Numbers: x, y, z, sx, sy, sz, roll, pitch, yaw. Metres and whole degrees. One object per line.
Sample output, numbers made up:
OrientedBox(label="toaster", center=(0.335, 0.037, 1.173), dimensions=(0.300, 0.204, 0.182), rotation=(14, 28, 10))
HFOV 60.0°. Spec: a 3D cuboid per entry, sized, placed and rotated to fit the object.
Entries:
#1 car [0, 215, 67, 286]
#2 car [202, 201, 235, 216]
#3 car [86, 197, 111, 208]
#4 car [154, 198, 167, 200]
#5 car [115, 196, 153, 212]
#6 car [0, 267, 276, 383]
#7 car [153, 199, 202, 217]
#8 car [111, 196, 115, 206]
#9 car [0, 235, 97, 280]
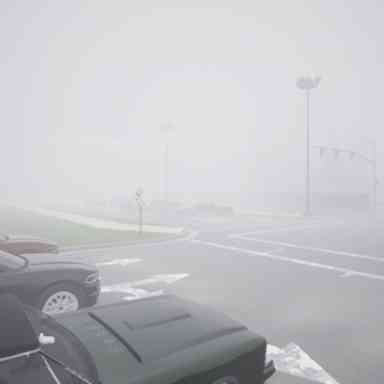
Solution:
OrientedBox(label="car", center=(-5.915, 1.478, 8.147), dimensions=(5.008, 1.535, 1.882), rotation=(0, 0, -35))
OrientedBox(label="car", center=(2.059, 1.602, 32.862), dimensions=(1.895, 1.301, 4.718), rotation=(0, 0, -36))
OrientedBox(label="car", center=(-14.138, 1.478, 49.130), dimensions=(1.882, 1.535, 5.008), rotation=(0, 0, -36))
OrientedBox(label="car", center=(-3.417, 1.506, 40.351), dimensions=(1.837, 1.490, 4.892), rotation=(0, 0, -36))
OrientedBox(label="car", center=(-6.816, 1.353, 39.070), dimensions=(2.097, 1.767, 4.553), rotation=(0, 0, -36))
OrientedBox(label="car", center=(-1.515, 1.601, 2.679), dimensions=(4.718, 1.301, 1.895), rotation=(0, 0, -35))
OrientedBox(label="car", center=(-1.484, 1.602, 31.777), dimensions=(1.895, 1.301, 4.718), rotation=(0, 0, -36))
OrientedBox(label="car", center=(-11.142, 1.352, 50.962), dimensions=(2.097, 1.767, 4.553), rotation=(0, 0, -35))
OrientedBox(label="car", center=(-3.974, 1.478, 5.229), dimensions=(5.008, 1.535, 1.882), rotation=(0, 0, -35))
